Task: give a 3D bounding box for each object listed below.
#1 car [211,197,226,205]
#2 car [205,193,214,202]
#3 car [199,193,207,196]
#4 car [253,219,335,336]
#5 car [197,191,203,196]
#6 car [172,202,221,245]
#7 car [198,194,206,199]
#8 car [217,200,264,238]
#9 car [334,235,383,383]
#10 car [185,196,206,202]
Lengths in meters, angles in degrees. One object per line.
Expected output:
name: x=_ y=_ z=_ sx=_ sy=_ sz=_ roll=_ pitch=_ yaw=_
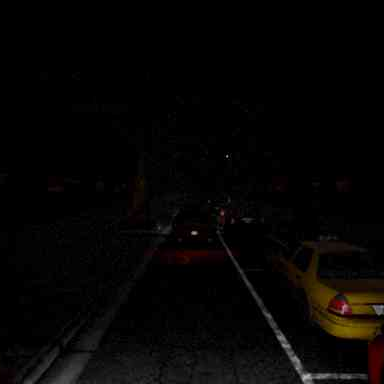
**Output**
car: x=2.634 y=1.409 z=23.191 sx=1.967 sy=1.590 sz=4.097 roll=0 pitch=0 yaw=0
car: x=2.751 y=1.285 z=34.935 sx=2.097 sy=1.767 sz=4.553 roll=0 pitch=0 yaw=0
car: x=2.639 y=1.389 z=56.472 sx=1.947 sy=1.339 sz=4.313 roll=0 pitch=0 yaw=0
car: x=2.633 y=1.522 z=6.720 sx=1.752 sy=1.417 sz=4.829 roll=0 pitch=0 yaw=0
car: x=2.639 y=1.064 z=67.562 sx=2.192 sy=1.841 sz=5.009 roll=0 pitch=0 yaw=0
car: x=0.095 y=1.463 z=15.598 sx=1.882 sy=1.535 sz=5.008 roll=0 pitch=0 yaw=0
car: x=2.641 y=1.142 z=89.749 sx=2.008 sy=1.369 sz=4.403 roll=0 pitch=0 yaw=0
car: x=2.634 y=1.421 z=17.644 sx=1.967 sy=1.590 sz=4.097 roll=0 pitch=0 yaw=0
car: x=2.631 y=1.316 z=1.002 sx=2.192 sy=1.841 sz=5.009 roll=0 pitch=0 yaw=0
car: x=0.096 y=1.419 z=32.631 sx=1.882 sy=1.535 sz=5.008 roll=0 pitch=0 yaw=0
